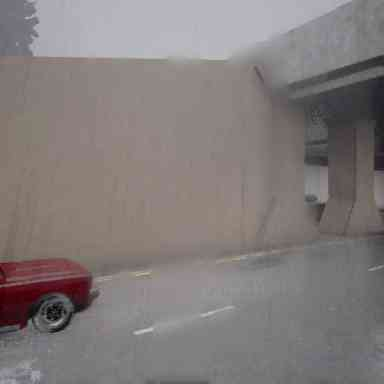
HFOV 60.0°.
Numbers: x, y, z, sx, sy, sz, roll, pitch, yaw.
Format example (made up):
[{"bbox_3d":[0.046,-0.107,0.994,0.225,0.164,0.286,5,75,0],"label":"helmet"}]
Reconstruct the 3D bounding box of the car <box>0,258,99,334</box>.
[{"bbox_3d":[-3.952,1.601,5.106,4.718,1.301,1.895,0,0,-35],"label":"car"}]

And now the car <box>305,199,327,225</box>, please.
[{"bbox_3d":[9.281,1.505,23.373,4.892,1.490,1.837,0,0,-35],"label":"car"}]

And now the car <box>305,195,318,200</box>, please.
[{"bbox_3d":[8.072,1.222,26.812,5.566,2.045,2.150,0,0,-35],"label":"car"}]
